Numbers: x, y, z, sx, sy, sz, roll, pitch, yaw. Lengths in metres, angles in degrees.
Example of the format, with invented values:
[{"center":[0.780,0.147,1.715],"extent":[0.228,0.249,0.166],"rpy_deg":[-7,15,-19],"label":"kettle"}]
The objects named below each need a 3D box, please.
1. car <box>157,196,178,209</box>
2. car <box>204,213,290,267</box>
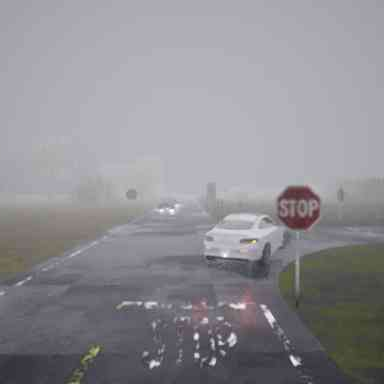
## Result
[{"center":[-3.089,1.354,40.835],"extent":[1.994,1.385,4.181],"rpy_deg":[0,0,-1],"label":"car"},{"center":[1.927,1.415,11.134],"extent":[1.812,1.442,4.674],"rpy_deg":[0,2,26],"label":"car"}]
